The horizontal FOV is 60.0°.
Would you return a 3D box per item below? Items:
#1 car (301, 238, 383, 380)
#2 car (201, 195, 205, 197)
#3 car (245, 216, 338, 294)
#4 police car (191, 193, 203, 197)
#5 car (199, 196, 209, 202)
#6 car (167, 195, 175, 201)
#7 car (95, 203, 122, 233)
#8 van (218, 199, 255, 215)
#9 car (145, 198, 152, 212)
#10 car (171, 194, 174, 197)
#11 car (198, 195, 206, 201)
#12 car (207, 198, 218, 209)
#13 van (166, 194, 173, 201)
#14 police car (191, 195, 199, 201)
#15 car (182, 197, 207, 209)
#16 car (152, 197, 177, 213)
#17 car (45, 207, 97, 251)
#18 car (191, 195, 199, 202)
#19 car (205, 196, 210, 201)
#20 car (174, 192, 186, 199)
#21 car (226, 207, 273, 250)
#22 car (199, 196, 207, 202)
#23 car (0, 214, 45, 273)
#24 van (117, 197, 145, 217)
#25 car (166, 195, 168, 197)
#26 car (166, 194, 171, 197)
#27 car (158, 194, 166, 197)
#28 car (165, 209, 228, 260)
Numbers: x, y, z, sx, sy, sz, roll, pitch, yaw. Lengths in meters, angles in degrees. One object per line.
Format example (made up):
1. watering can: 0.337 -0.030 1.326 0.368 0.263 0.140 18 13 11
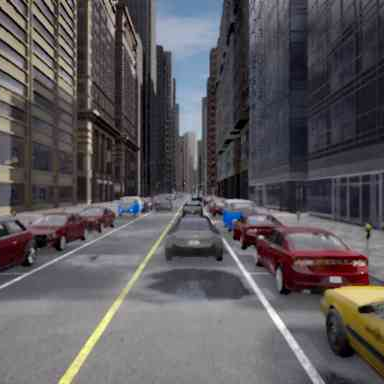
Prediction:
1. car: 2.763 1.528 3.195 1.752 1.417 4.829 0 0 0
2. car: 2.712 1.582 53.445 1.887 1.381 4.507 0 0 0
3. car: 2.758 1.551 8.628 1.887 1.381 4.507 0 0 0
4. police car: 0.789 1.477 70.207 1.930 1.638 5.238 0 0 0
5. car: 2.689 1.622 75.853 1.947 1.339 4.313 0 0 0
6. car: -5.853 1.601 92.466 1.752 1.417 4.829 0 0 0
7. car: -5.779 1.558 19.815 1.887 1.381 4.507 0 0 0
8. van: 2.747 1.355 19.832 1.690 1.788 3.998 0 0 0
9. car: -5.796 1.607 36.619 1.802 1.307 4.206 0 0 0
10. car: -5.835 1.371 75.832 2.192 1.841 5.009 0 0 0
11. car: 2.678 1.509 87.058 1.967 1.590 4.097 0 0 0
12. car: 2.735 1.566 31.037 1.887 1.381 4.507 0 0 0
13. van: -5.847 1.410 87.035 1.690 1.788 3.998 0 0 0
14. police car: 0.813 1.493 86.210 1.930 1.638 5.238 0 0 0
15. car: 0.063 1.513 31.376 2.128 1.511 4.902 0 0 0
16. car: -3.136 1.574 38.306 2.033 1.411 5.357 0 0 0
17. car: -5.773 1.554 14.212 1.887 1.381 4.507 0 0 0
18. car: 0.761 1.566 80.101 1.837 1.490 4.892 0 0 0
19. car: 2.730 1.465 36.638 1.967 1.590 4.097 0 0 0
20. car: -3.080 0.992 79.448 2.150 2.045 5.566 0 0 0
21. car: 2.752 1.554 14.230 1.887 1.381 4.507 0 0 0
22. car: 2.683 1.613 81.455 2.008 1.369 4.403 0 0 0
23. car: -5.767 1.446 8.611 1.967 1.590 4.097 0 0 0
24. van: -5.790 1.362 31.018 1.690 1.788 3.998 0 0 0
25. car: -5.819 1.607 59.026 1.947 1.339 4.313 0 0 0
26. car: -5.824 1.361 64.629 2.192 1.841 5.009 0 0 0
27. car: -5.813 1.477 53.425 1.967 1.590 4.097 0 0 0
28. car: 0.074 1.573 12.540 1.994 1.385 4.181 0 0 0
